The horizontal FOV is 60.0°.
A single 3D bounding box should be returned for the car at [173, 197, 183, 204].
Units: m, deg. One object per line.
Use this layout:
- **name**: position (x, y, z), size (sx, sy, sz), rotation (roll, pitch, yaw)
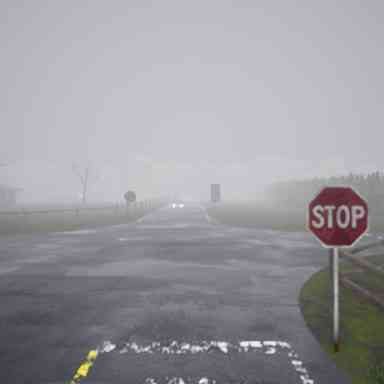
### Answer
- **car**: position (-2.707, 1.682, 65.468), size (1.895, 1.301, 4.718), rotation (0, 0, 0)
